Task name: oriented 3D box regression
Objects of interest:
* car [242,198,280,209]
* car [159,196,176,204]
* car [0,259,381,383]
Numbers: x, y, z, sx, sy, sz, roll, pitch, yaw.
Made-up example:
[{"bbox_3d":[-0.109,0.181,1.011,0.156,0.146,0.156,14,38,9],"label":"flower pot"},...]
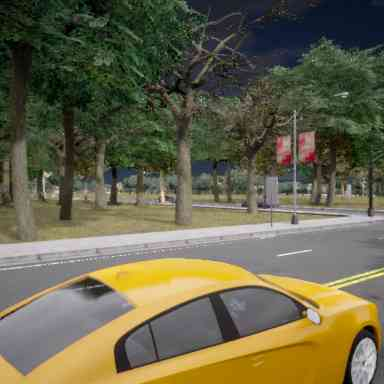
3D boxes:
[{"bbox_3d":[8.893,1.526,43.627,2.033,1.411,5.357,0,0,-36],"label":"car"},{"bbox_3d":[-4.533,1.470,62.546,1.837,1.490,4.892,0,-1,-35],"label":"car"},{"bbox_3d":[0.059,1.478,3.483,5.008,1.535,1.882,0,0,-36],"label":"car"}]
